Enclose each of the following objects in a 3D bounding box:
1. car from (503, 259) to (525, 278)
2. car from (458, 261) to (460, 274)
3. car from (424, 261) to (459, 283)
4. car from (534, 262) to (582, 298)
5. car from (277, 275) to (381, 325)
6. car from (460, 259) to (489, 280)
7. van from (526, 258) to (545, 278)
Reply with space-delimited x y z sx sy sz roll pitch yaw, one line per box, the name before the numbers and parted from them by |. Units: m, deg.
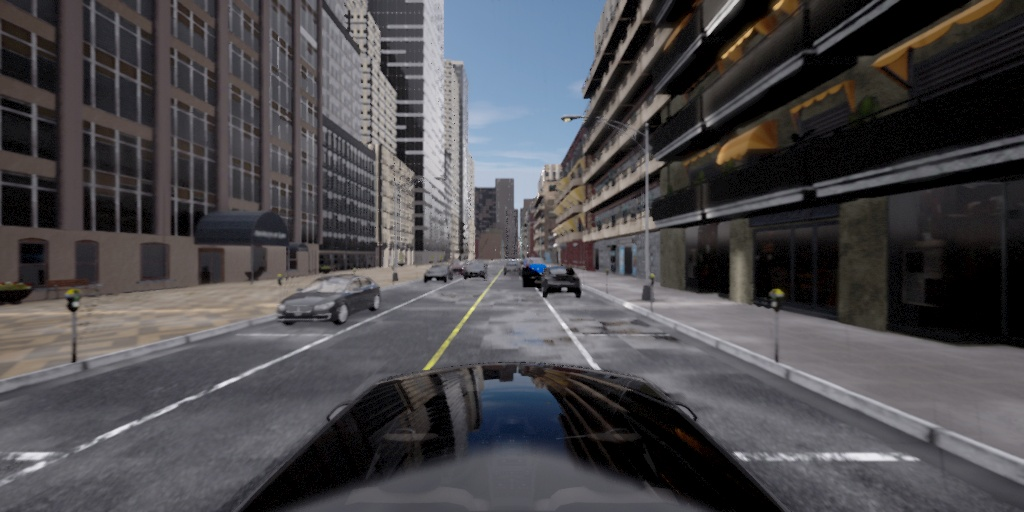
car | 0.056 1.272 39.489 2.128 1.511 4.902 0 0 1
car | -5.669 1.220 39.330 1.967 1.591 4.097 0 0 0
car | -5.675 1.333 28.283 1.948 1.339 4.313 0 0 0
car | 2.365 1.264 18.609 1.837 1.490 4.892 0 0 0
car | -5.686 1.306 11.715 2.007 1.370 4.403 0 0 0
car | -3.077 1.275 31.202 1.837 1.490 4.892 0 0 0
van | 2.713 1.120 39.323 1.690 1.789 3.998 0 0 0
